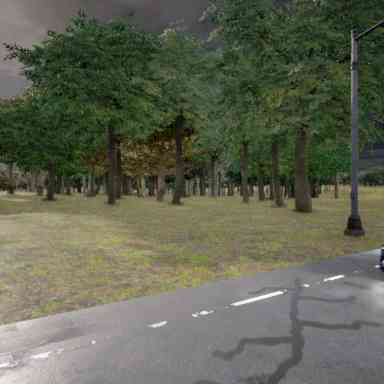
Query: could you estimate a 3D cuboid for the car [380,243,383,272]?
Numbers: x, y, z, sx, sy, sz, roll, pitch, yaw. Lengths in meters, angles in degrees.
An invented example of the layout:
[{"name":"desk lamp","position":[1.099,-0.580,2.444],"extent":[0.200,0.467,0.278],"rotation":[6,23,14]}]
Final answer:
[{"name":"car","position":[7.099,1.347,9.052],"extent":[4.553,1.767,2.097],"rotation":[0,0,-35]}]
